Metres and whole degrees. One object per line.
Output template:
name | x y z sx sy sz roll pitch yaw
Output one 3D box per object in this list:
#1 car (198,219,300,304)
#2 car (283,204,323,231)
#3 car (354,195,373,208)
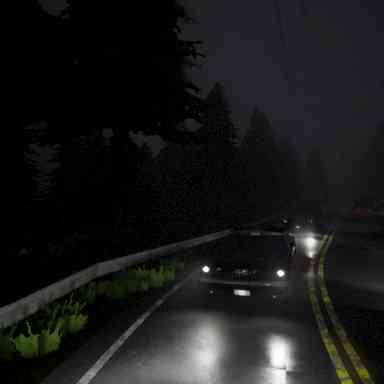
car | 1.635 1.598 8.433 1.895 1.301 4.718 -1 0 18
car | 6.802 1.457 20.137 2.033 1.411 5.357 -2 0 26
car | 20.792 1.053 40.179 2.128 1.511 4.902 -2 0 28
